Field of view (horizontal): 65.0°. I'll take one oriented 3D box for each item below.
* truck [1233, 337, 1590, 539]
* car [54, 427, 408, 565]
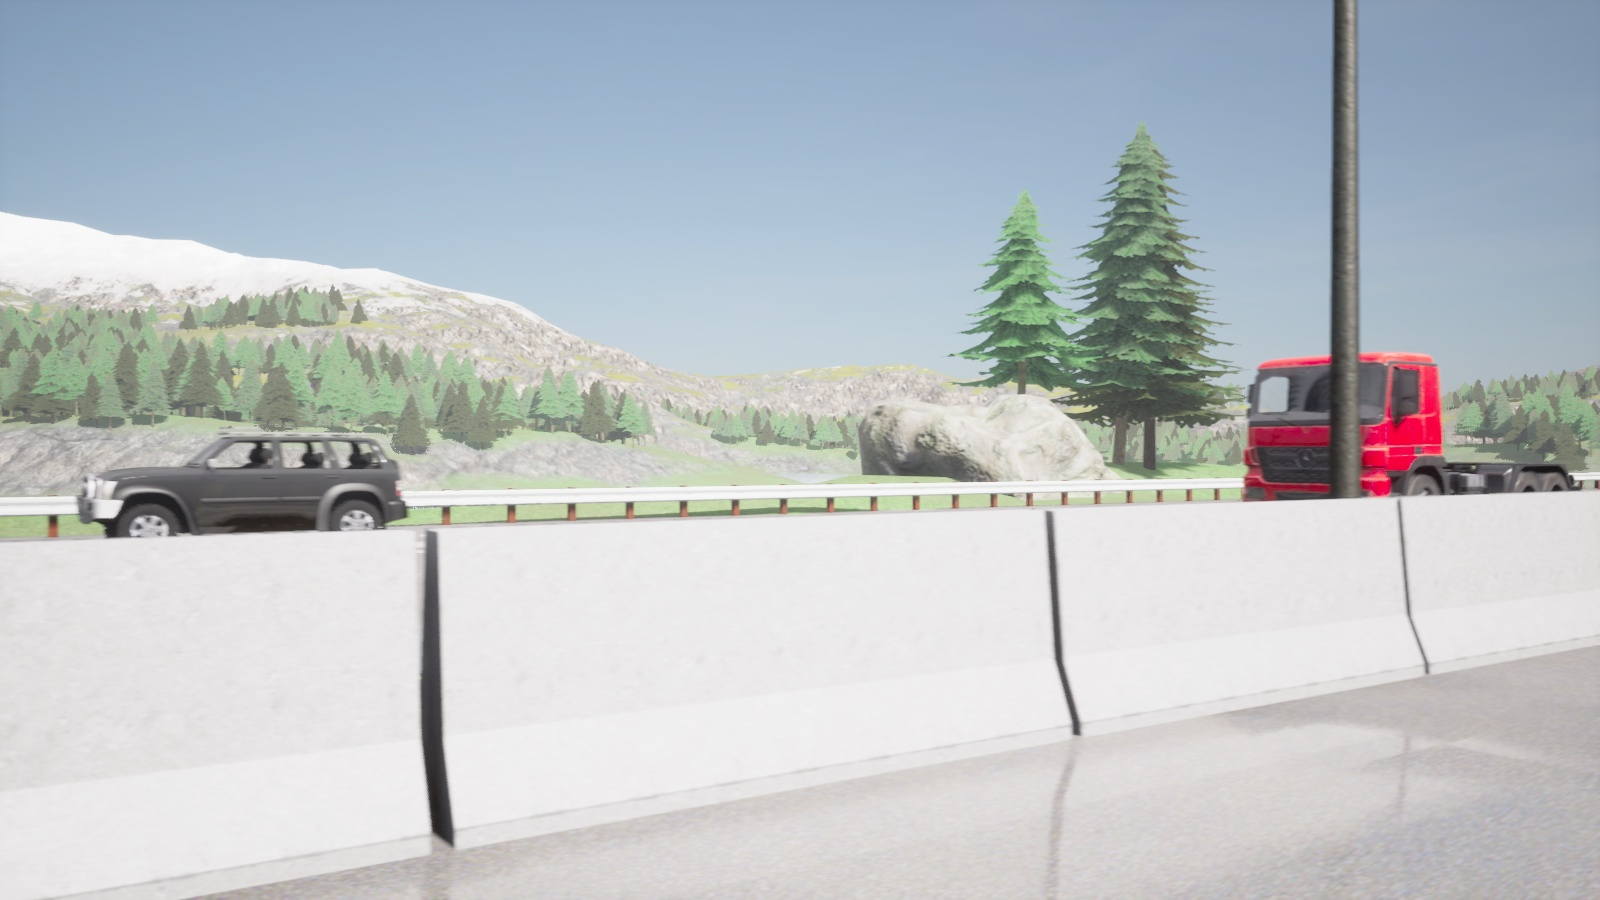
[{"bbox_3d":[12.346,-0.202,25.045,7.936,3.462,2.891,0,0,-35],"label":"truck"},{"bbox_3d":[-8.547,0.626,19.032,4.605,1.855,1.932,0,0,-35],"label":"car"}]
